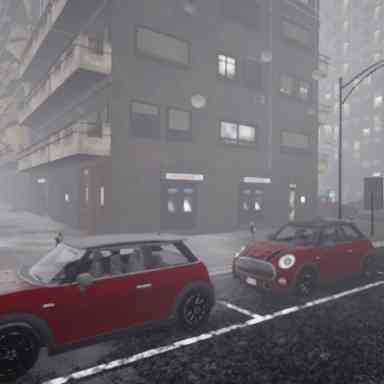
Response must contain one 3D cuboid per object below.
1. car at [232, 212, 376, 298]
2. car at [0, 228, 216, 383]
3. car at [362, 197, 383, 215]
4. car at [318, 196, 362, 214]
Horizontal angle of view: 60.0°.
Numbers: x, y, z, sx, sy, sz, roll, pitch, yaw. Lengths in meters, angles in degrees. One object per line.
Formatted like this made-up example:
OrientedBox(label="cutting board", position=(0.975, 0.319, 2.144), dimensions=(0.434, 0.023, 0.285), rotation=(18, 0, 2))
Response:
OrientedBox(label="car", position=(2.971, 1.510, 8.678), dimensions=(4.097, 1.590, 1.967), rotation=(1, 0, -35))
OrientedBox(label="car", position=(-1.655, 1.456, 5.378), dimensions=(4.097, 1.590, 1.967), rotation=(1, 0, -36))
OrientedBox(label="car", position=(18.589, 1.365, 34.567), dimensions=(2.192, 1.841, 5.009), rotation=(2, 0, -36))
OrientedBox(label="car", position=(11.847, 1.265, 29.592), dimensions=(2.192, 1.841, 5.009), rotation=(2, 0, -36))
